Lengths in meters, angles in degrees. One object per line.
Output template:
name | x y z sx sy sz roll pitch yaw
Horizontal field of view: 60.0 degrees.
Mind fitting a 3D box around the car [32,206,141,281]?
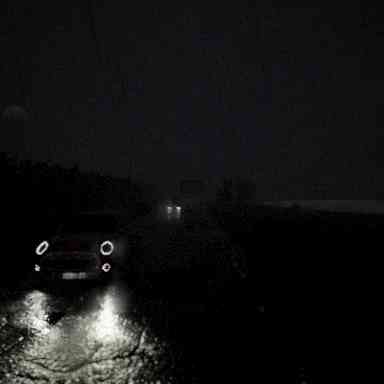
car | -2.852 1.358 9.958 2.097 1.767 4.553 0 0 0

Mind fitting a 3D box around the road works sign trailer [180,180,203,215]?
road works sign trailer | -0.006 0.507 34.569 2.380 3.560 2.880 0 0 0

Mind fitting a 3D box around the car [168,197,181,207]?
car | -2.820 1.603 53.753 1.837 1.490 4.892 0 0 0
